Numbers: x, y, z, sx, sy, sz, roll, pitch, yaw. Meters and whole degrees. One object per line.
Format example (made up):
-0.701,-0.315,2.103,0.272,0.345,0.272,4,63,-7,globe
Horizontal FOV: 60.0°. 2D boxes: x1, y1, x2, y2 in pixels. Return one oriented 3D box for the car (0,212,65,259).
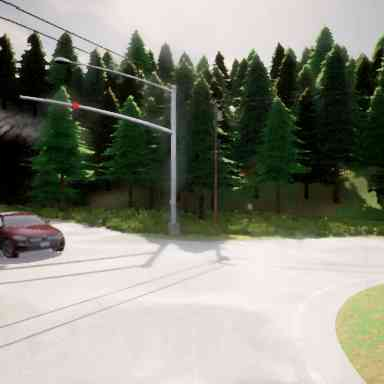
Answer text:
-6.735,1.526,12.877,4.674,1.442,1.812,0,0,42,car
